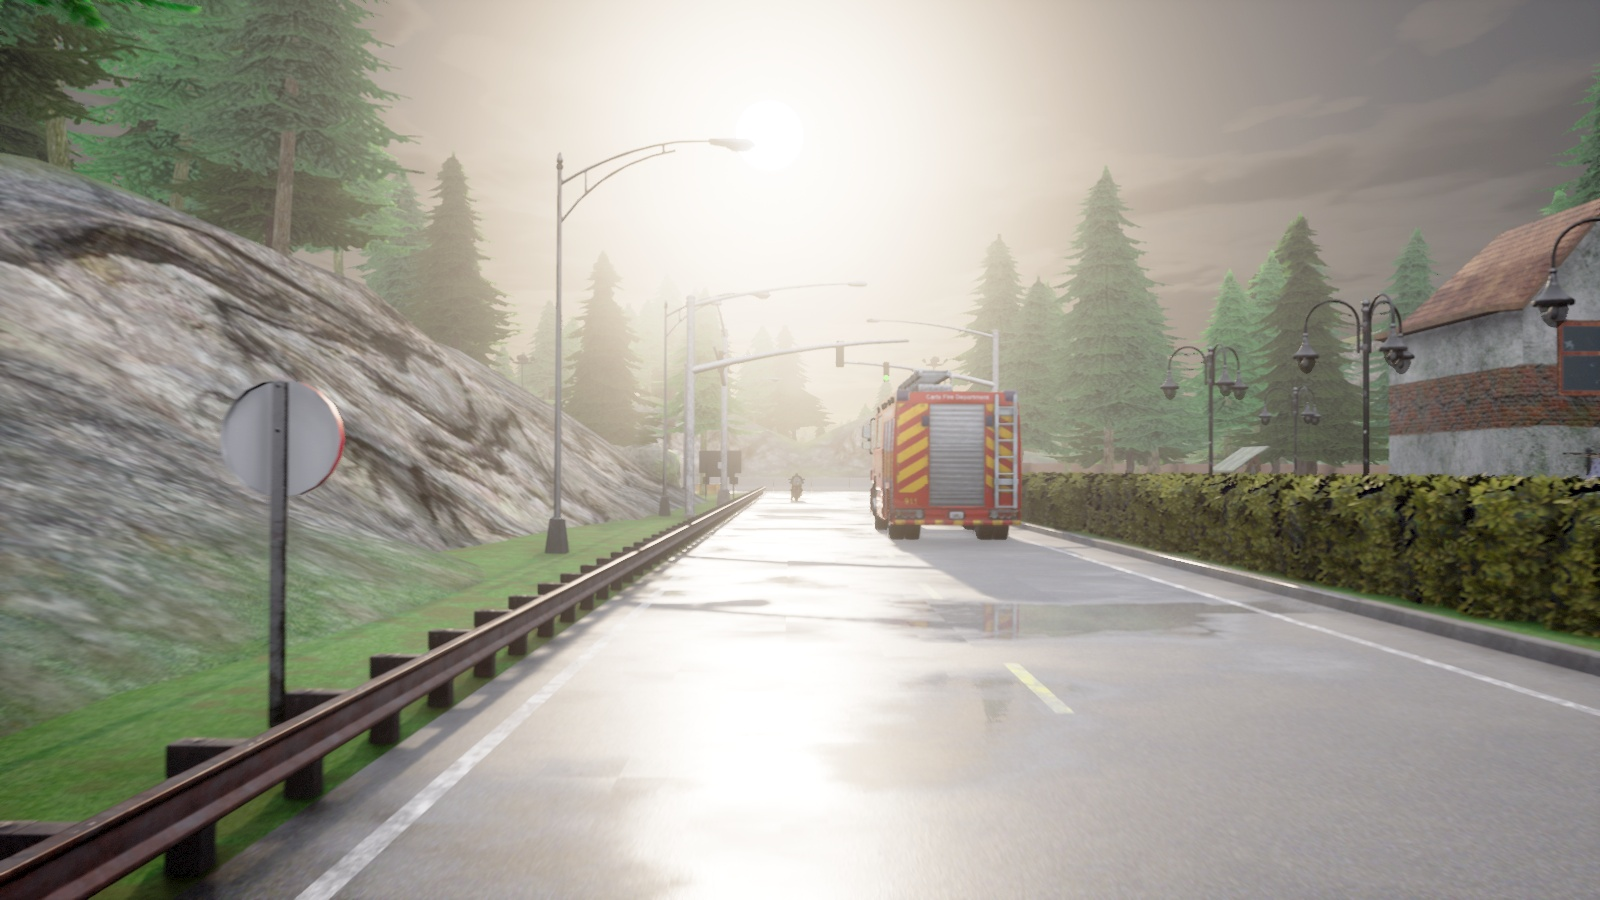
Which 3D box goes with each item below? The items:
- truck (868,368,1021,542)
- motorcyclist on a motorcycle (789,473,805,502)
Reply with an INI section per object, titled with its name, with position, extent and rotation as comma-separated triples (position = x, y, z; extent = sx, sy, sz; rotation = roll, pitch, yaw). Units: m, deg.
[truck]
position = 3.418, 0.171, 31.953
extent = 2.891, 3.827, 8.468
rotation = 0, -1, 0
[motorcyclist on a motorcycle]
position = -0.159, 1.954, 65.963
extent = 0.866, 1.530, 2.191
rotation = 0, -1, 0
